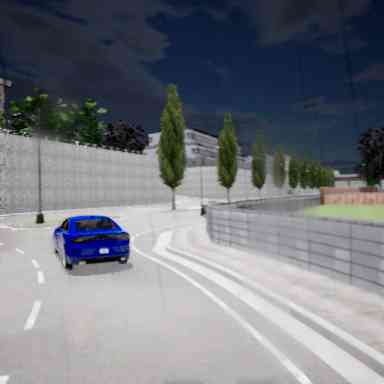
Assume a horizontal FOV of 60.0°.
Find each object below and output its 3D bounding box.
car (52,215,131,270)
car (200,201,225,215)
[{"bbox_3d":[-3.638,1.534,11.573,1.882,1.535,5.008,0,0,-28],"label":"car"},{"bbox_3d":[2.469,1.544,32.723,1.994,1.385,4.181,-1,0,29],"label":"car"}]
